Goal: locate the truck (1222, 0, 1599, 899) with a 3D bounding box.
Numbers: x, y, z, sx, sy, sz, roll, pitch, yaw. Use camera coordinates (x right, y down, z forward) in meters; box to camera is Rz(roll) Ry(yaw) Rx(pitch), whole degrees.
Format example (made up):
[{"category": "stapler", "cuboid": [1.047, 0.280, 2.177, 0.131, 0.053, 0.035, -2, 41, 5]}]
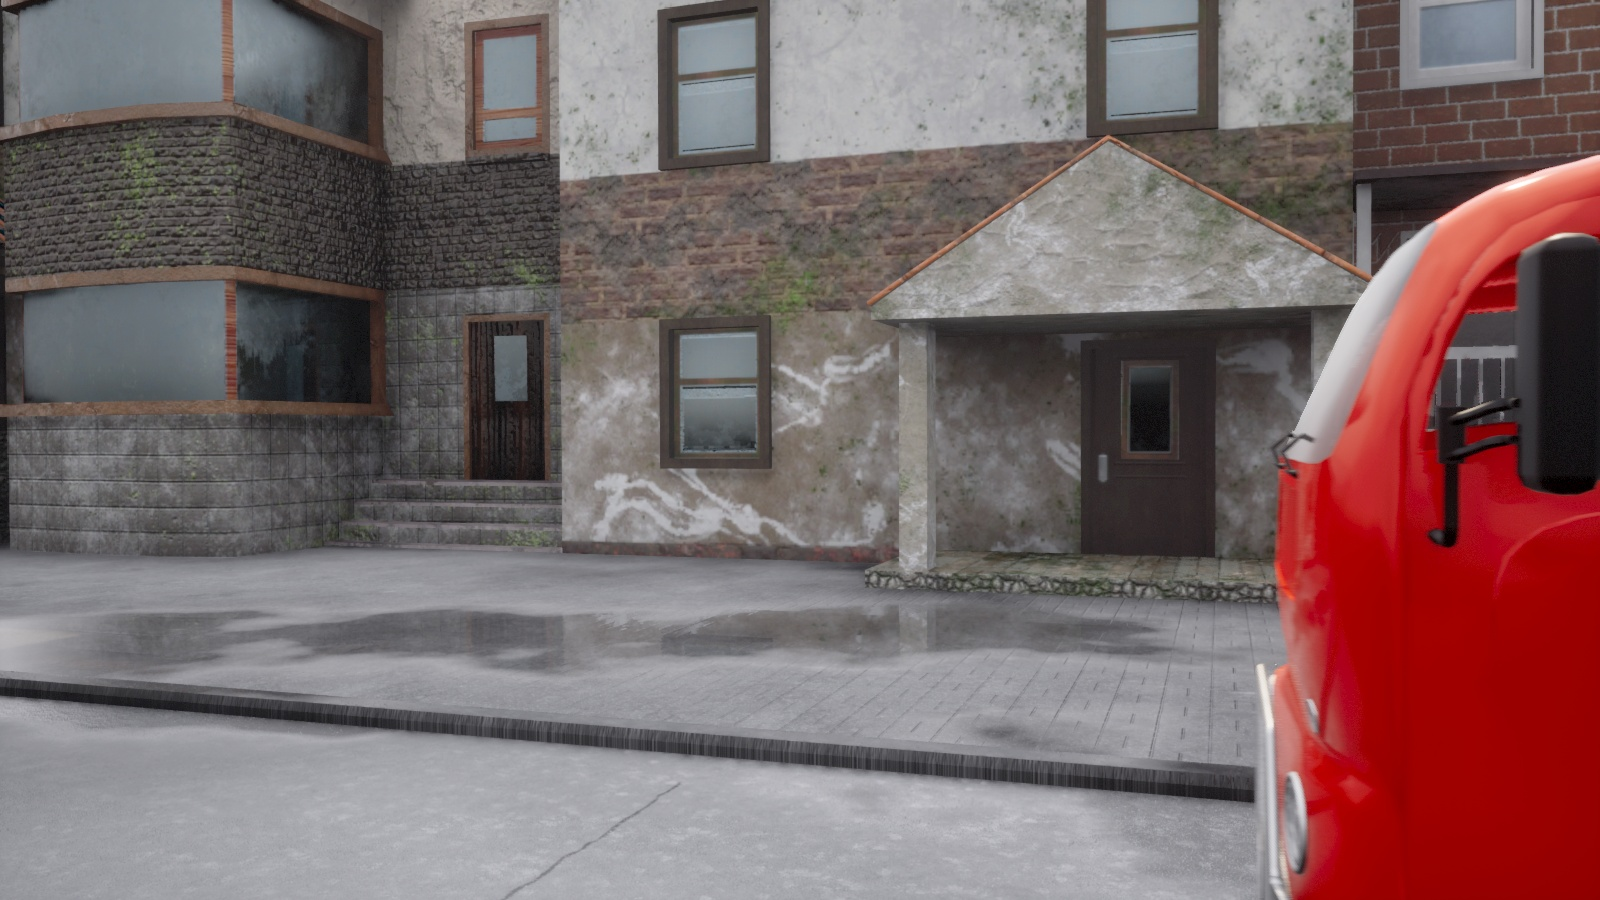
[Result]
[{"category": "truck", "cuboid": [3.601, 0.313, 2.505, 5.204, 2.467, 2.627, 1, 1, 18]}]
